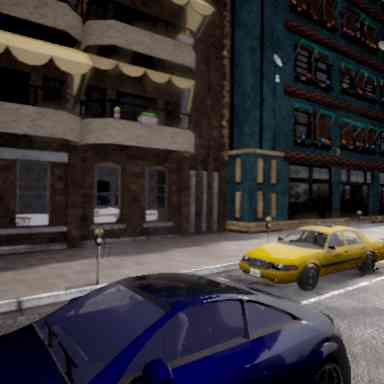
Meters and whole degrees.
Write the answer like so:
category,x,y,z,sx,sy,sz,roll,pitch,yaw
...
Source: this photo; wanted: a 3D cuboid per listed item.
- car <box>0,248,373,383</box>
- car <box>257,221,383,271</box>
category,x,y,z,sx,sy,sz,roll,pitch,yaw
car,-0.396,1.560,3.094,4.181,1.385,1.994,0,0,-35
car,3.402,1.509,8.969,4.829,1.417,1.752,0,1,-35
